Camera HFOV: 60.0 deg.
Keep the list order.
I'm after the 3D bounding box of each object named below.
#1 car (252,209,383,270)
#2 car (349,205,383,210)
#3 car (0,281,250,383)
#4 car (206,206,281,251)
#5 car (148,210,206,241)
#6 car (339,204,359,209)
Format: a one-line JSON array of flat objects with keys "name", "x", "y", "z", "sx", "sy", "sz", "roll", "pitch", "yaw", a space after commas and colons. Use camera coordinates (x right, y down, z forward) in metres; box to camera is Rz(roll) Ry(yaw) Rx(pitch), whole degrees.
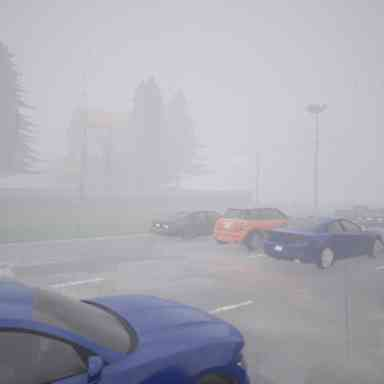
[{"name": "car", "x": 4.595, "y": 1.542, "z": 11.370, "sx": 5.008, "sy": 1.535, "sz": 1.882, "roll": 0, "pitch": 0, "yaw": -36}, {"name": "car", "x": 12.741, "y": 1.691, "z": 21.511, "sx": 5.357, "sy": 1.411, "sz": 2.033, "roll": 0, "pitch": 0, "yaw": -36}, {"name": "car", "x": -1.732, "y": 1.478, "z": 2.539, "sx": 5.008, "sy": 1.535, "sz": 1.882, "roll": 1, "pitch": 0, "yaw": -35}, {"name": "car", "x": 3.163, "y": 1.422, "z": 14.653, "sx": 4.553, "sy": 1.767, "sz": 2.097, "roll": 0, "pitch": 0, "yaw": -36}, {"name": "car", "x": 0.436, "y": 1.612, "z": 16.996, "sx": 5.357, "sy": 1.411, "sz": 2.033, "roll": 0, "pitch": 0, "yaw": -36}, {"name": "car", "x": 12.804, "y": 1.685, "z": 25.867, "sx": 4.674, "sy": 1.442, "sz": 1.812, "roll": 0, "pitch": 0, "yaw": -36}]
